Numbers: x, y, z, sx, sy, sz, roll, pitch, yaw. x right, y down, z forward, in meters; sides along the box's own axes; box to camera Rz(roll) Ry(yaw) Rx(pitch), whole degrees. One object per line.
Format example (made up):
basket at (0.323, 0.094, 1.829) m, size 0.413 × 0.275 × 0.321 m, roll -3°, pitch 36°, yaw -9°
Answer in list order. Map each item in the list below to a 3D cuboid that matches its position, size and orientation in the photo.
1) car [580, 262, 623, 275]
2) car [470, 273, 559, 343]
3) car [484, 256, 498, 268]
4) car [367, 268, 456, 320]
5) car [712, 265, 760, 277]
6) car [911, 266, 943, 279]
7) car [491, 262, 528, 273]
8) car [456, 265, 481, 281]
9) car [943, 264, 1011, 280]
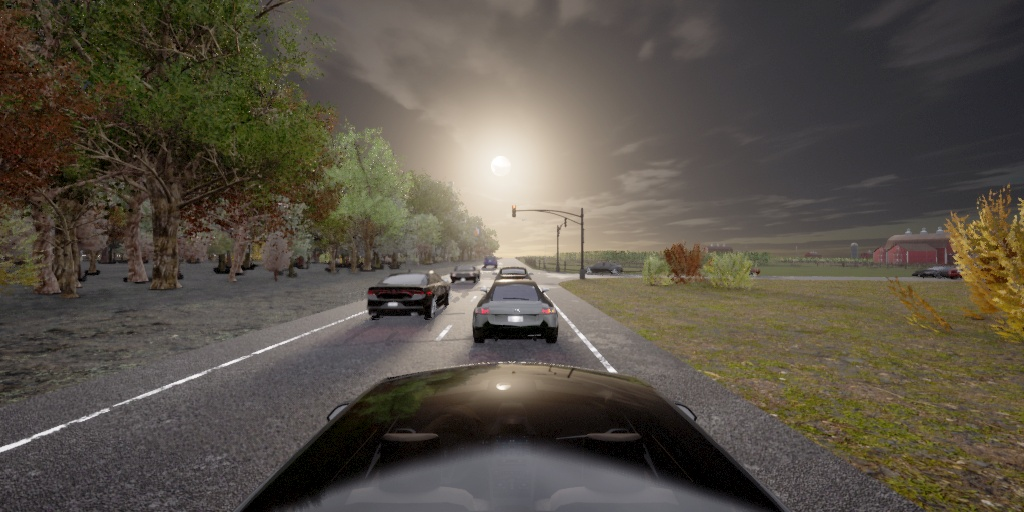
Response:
car at (10.372, 1.435, 41.645) m, size 4.892 × 1.490 × 1.837 m, roll 0°, pitch -1°, yaw 8°
car at (0.076, 1.316, 9.665) m, size 1.994 × 1.385 × 4.181 m, roll 0°, pitch 0°, yaw 0°
car at (-3.565, 0.977, 61.255) m, size 2.150 × 2.045 × 5.566 m, roll 0°, pitch 0°, yaw 0°
car at (-3.428, 1.230, 12.773) m, size 1.882 × 1.535 × 5.008 m, roll 0°, pitch 0°, yaw 0°
car at (25.491, 1.687, 41.047) m, size 4.718 × 1.301 × 1.895 m, roll 1°, pitch -1°, yaw 0°
car at (49.190, 1.893, 40.948) m, size 5.357 × 1.411 × 2.033 m, roll 1°, pitch -1°, yaw 1°
car at (0.059, 1.259, 18.565) m, size 1.837 × 1.490 × 4.892 m, roll 0°, pitch 0°, yaw 0°
car at (-3.470, 1.356, 27.541) m, size 1.895 × 1.301 × 4.718 m, roll 0°, pitch 0°, yaw 0°
car at (48.806, 1.633, 37.413) m, size 4.553 × 1.767 × 2.097 m, roll 1°, pitch -1°, yaw 0°
